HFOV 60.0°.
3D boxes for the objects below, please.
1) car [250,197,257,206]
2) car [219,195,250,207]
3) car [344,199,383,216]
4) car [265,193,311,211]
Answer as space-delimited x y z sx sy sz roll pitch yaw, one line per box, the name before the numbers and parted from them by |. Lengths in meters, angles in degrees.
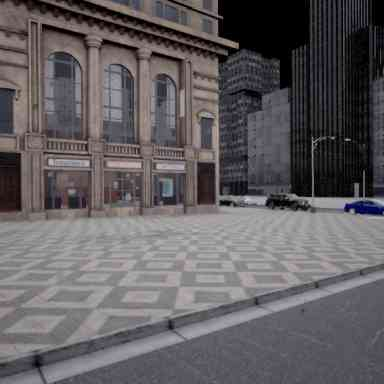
car | 7.708 1.387 49.722 1.812 1.442 4.674 -1 0 -34
car | 5.557 1.244 47.216 2.097 1.767 4.553 -1 0 -34
car | 16.698 1.426 30.714 1.882 1.535 5.008 -1 1 -35
car | 11.128 1.141 38.951 2.150 2.045 5.566 -1 0 -34
